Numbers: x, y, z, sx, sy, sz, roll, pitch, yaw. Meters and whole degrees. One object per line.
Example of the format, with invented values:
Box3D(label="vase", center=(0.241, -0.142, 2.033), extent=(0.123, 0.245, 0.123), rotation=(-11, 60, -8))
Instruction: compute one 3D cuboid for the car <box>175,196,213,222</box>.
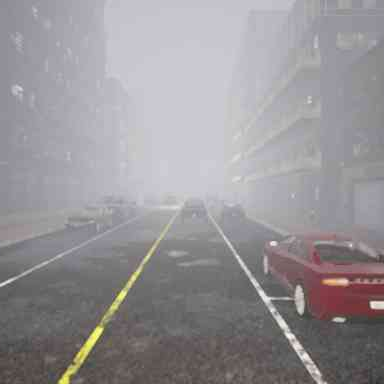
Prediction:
Box3D(label="car", center=(0.148, 1.319, 24.073), extent=(2.128, 1.511, 4.902), rotation=(0, 0, 0))

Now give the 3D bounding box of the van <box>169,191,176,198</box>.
Box3D(label="van", center=(-5.493, 0.657, 92.212), extent=(1.690, 1.788, 3.998), rotation=(1, 0, 0))

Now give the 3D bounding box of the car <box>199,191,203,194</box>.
Box3D(label="car", center=(2.830, 0.844, 80.782), extent=(1.967, 1.590, 4.097), rotation=(1, 0, 0))

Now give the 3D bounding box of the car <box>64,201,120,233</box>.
Box3D(label="car", center=(-5.642, 1.419, 18.493), extent=(2.008, 1.369, 4.403), rotation=(1, 0, 0))

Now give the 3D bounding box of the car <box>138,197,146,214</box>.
Box3D(label="car", center=(-5.620, 1.368, 29.835), extent=(1.802, 1.307, 4.206), rotation=(1, 0, 0))

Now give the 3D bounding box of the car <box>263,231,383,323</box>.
Box3D(label="car", center=(2.716, 1.495, 7.069), extent=(1.887, 1.381, 4.507), rotation=(1, 0, 0))

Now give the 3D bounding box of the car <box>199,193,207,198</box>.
Box3D(label="car", center=(2.839, 0.927, 86.454), extent=(1.947, 1.339, 4.313), rotation=(1, 0, 0))

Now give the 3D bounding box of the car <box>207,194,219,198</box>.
Box3D(label="car", center=(2.761, 1.269, 35.591), extent=(1.752, 1.417, 4.829), rotation=(1, 0, 0))

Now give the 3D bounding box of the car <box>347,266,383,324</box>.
Box3D(label="car", center=(2.704, 1.540, 1.399), extent=(2.008, 1.369, 4.403), rotation=(1, 0, 0))

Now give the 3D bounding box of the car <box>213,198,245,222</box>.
Box3D(label="car", center=(2.749, 1.373, 24.080), extent=(1.887, 1.381, 4.507), rotation=(1, 0, 0))

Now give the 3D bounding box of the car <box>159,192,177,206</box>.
Box3D(label="car", center=(-2.992, 1.143, 46.153), extent=(1.882, 1.535, 5.008), rotation=(0, 0, 0))

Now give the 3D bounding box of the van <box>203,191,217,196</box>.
Box3D(label="van", center=(2.764, 1.002, 46.760), extent=(1.690, 1.788, 3.998), rotation=(1, 0, 0))

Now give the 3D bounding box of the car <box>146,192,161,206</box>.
Box3D(label="car", center=(-5.584, 1.100, 46.847), extent=(1.967, 1.590, 4.097), rotation=(1, 0, 0))

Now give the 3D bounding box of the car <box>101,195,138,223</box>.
Box3D(label="car", center=(-5.627, 1.142, 24.162), extent=(2.192, 1.841, 5.009), rotation=(1, 0, 0))

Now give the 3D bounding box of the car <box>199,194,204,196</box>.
Box3D(label="car", center=(0.182, 1.261, 41.853), extent=(1.994, 1.385, 4.181), rotation=(0, 0, 0))
